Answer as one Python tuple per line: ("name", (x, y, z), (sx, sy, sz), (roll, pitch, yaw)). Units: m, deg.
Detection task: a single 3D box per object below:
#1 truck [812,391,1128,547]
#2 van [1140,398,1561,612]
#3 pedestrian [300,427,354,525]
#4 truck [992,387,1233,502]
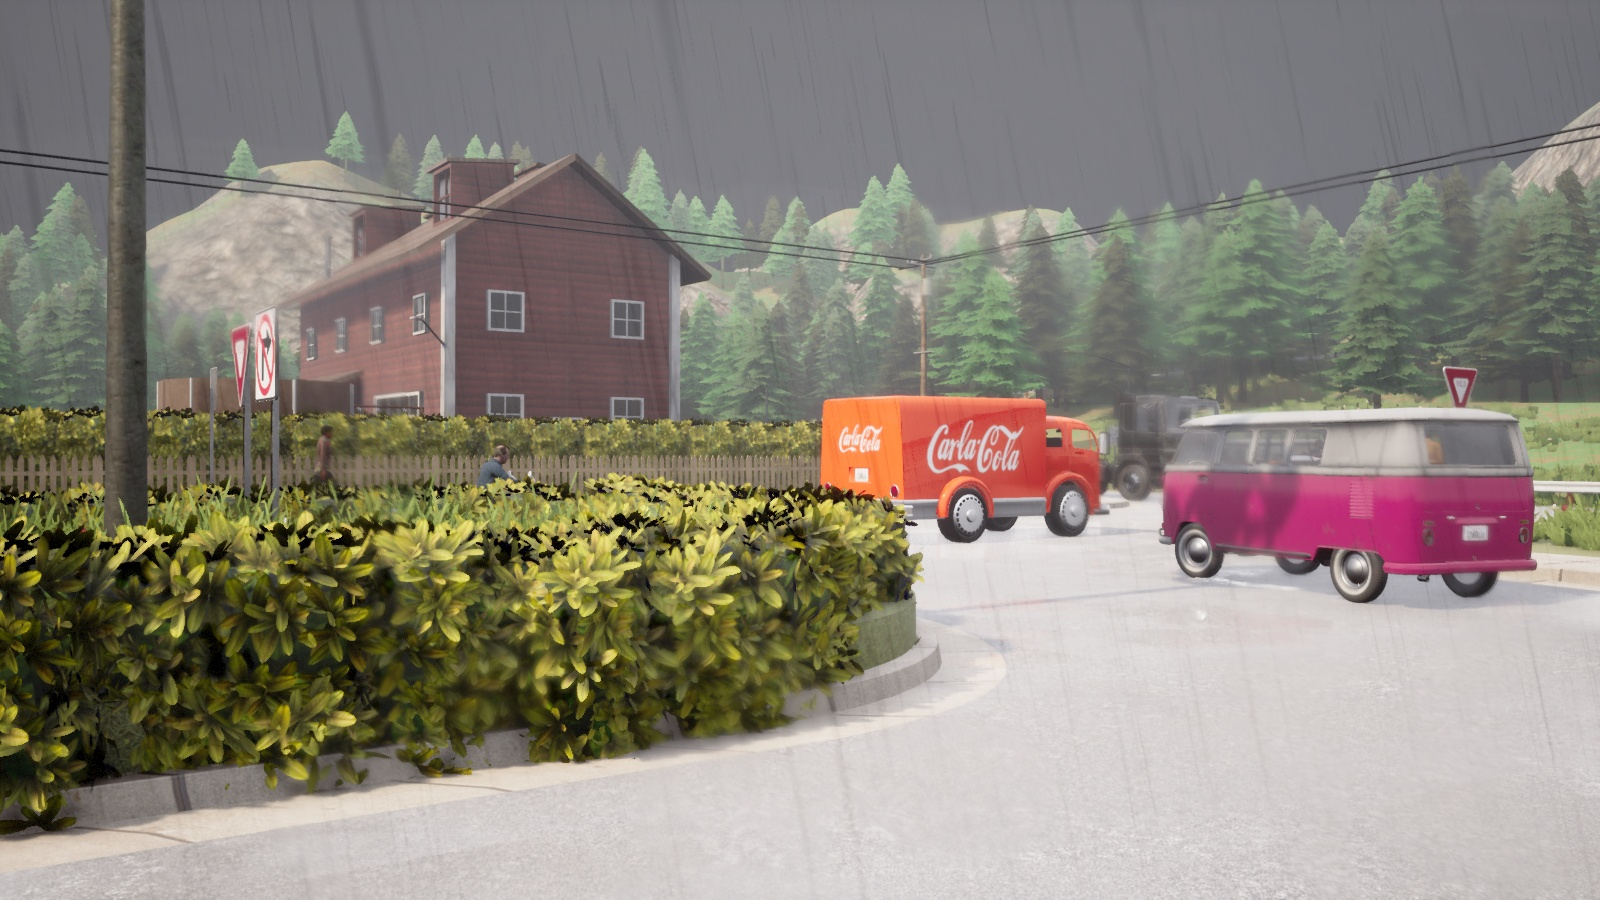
("truck", (3.098, 0.306, 22.486), (5.204, 2.467, 2.627), (0, 0, -35))
("van", (5.870, 0.520, 14.076), (1.775, 1.987, 4.442), (0, 0, -19))
("pedestrian", (-8.810, 0.476, 23.396), (0.869, 1.805, 0.328), (0, 0, -35))
("truck", (10.250, -0.156, 42.166), (2.891, 3.462, 7.936), (0, 0, -34))
